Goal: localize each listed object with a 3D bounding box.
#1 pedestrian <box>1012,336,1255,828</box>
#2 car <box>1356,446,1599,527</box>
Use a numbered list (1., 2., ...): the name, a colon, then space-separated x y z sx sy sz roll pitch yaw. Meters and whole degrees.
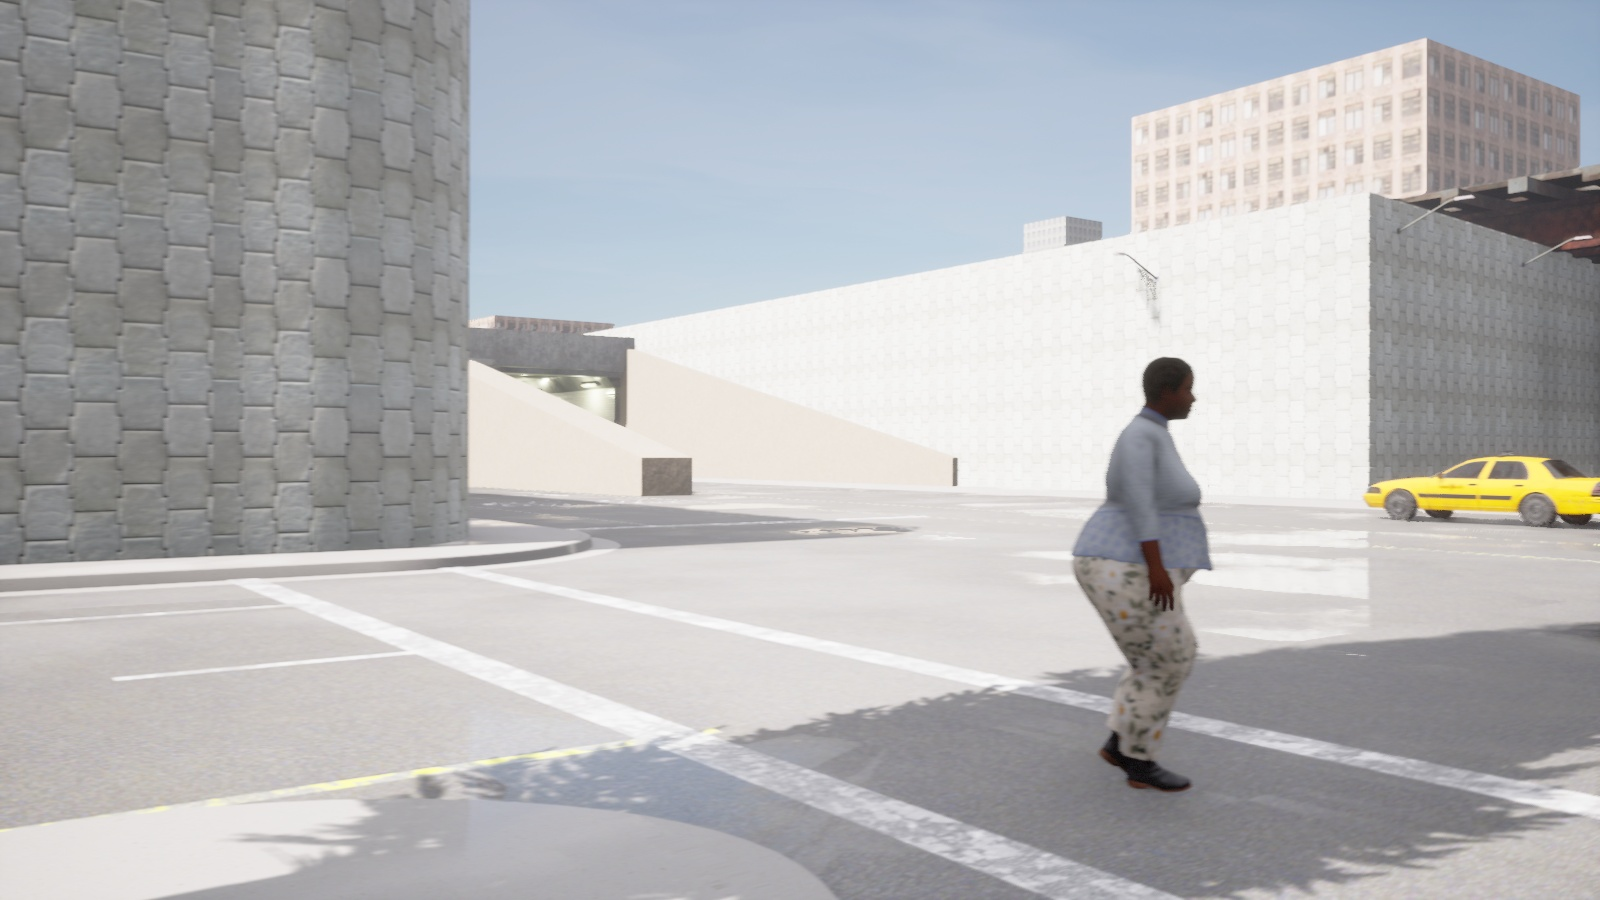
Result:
1. pedestrian: 1.370 0.500 5.264 0.900 1.855 0.874 0 0 13
2. car: 14.981 0.718 27.038 1.801 1.575 5.366 0 0 -34
